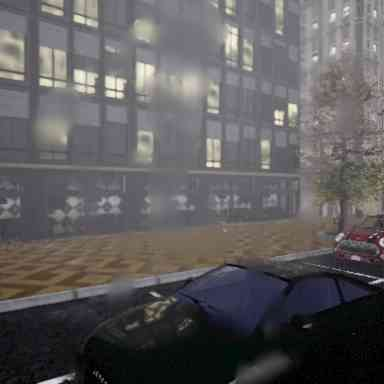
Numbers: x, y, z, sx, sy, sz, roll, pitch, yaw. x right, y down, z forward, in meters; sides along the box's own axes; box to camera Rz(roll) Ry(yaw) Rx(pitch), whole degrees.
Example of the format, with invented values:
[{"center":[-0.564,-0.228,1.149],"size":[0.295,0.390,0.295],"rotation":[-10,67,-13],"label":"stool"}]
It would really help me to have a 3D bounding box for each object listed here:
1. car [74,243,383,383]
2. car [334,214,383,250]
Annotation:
[{"center":[0.822,1.574,3.963],"size":[4.181,1.385,1.994],"rotation":[0,0,-35],"label":"car"},{"center":[6.605,1.488,11.276],"size":[4.097,1.590,1.967],"rotation":[0,-1,-35],"label":"car"}]
